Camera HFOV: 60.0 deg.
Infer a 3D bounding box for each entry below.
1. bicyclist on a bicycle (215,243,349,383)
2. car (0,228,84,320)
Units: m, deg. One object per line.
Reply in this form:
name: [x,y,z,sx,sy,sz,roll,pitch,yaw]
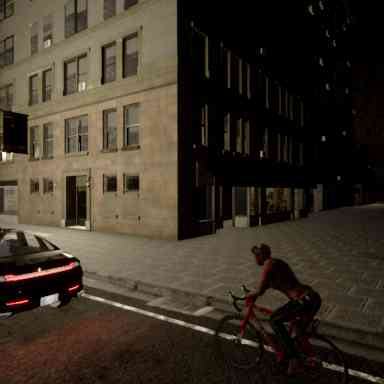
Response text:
bicyclist on a bicycle: [0.975,1.453,3.969,1.656,1.620,0.582,0,0,36]
car: [-4.216,1.492,6.697,4.902,1.511,2.128,0,0,36]
